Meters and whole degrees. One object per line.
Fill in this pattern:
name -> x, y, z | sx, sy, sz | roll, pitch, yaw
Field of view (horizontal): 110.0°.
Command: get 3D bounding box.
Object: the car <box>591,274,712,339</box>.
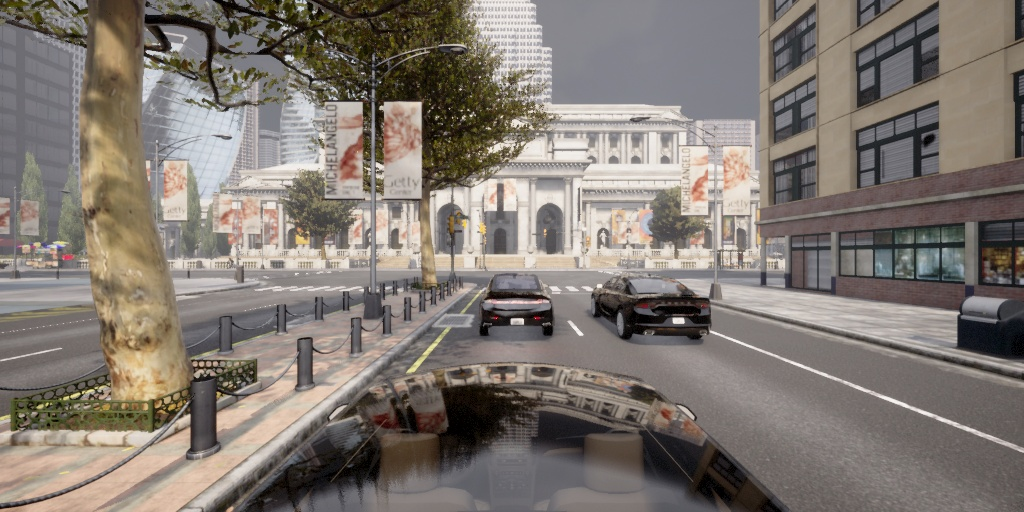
car -> 3.565, 1.228, 10.109 | 1.882, 1.535, 5.008 | 0, 0, 0

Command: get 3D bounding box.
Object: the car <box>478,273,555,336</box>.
car -> 0.080, 1.242, 10.376 | 2.128, 1.511, 4.902 | 0, 0, -1
